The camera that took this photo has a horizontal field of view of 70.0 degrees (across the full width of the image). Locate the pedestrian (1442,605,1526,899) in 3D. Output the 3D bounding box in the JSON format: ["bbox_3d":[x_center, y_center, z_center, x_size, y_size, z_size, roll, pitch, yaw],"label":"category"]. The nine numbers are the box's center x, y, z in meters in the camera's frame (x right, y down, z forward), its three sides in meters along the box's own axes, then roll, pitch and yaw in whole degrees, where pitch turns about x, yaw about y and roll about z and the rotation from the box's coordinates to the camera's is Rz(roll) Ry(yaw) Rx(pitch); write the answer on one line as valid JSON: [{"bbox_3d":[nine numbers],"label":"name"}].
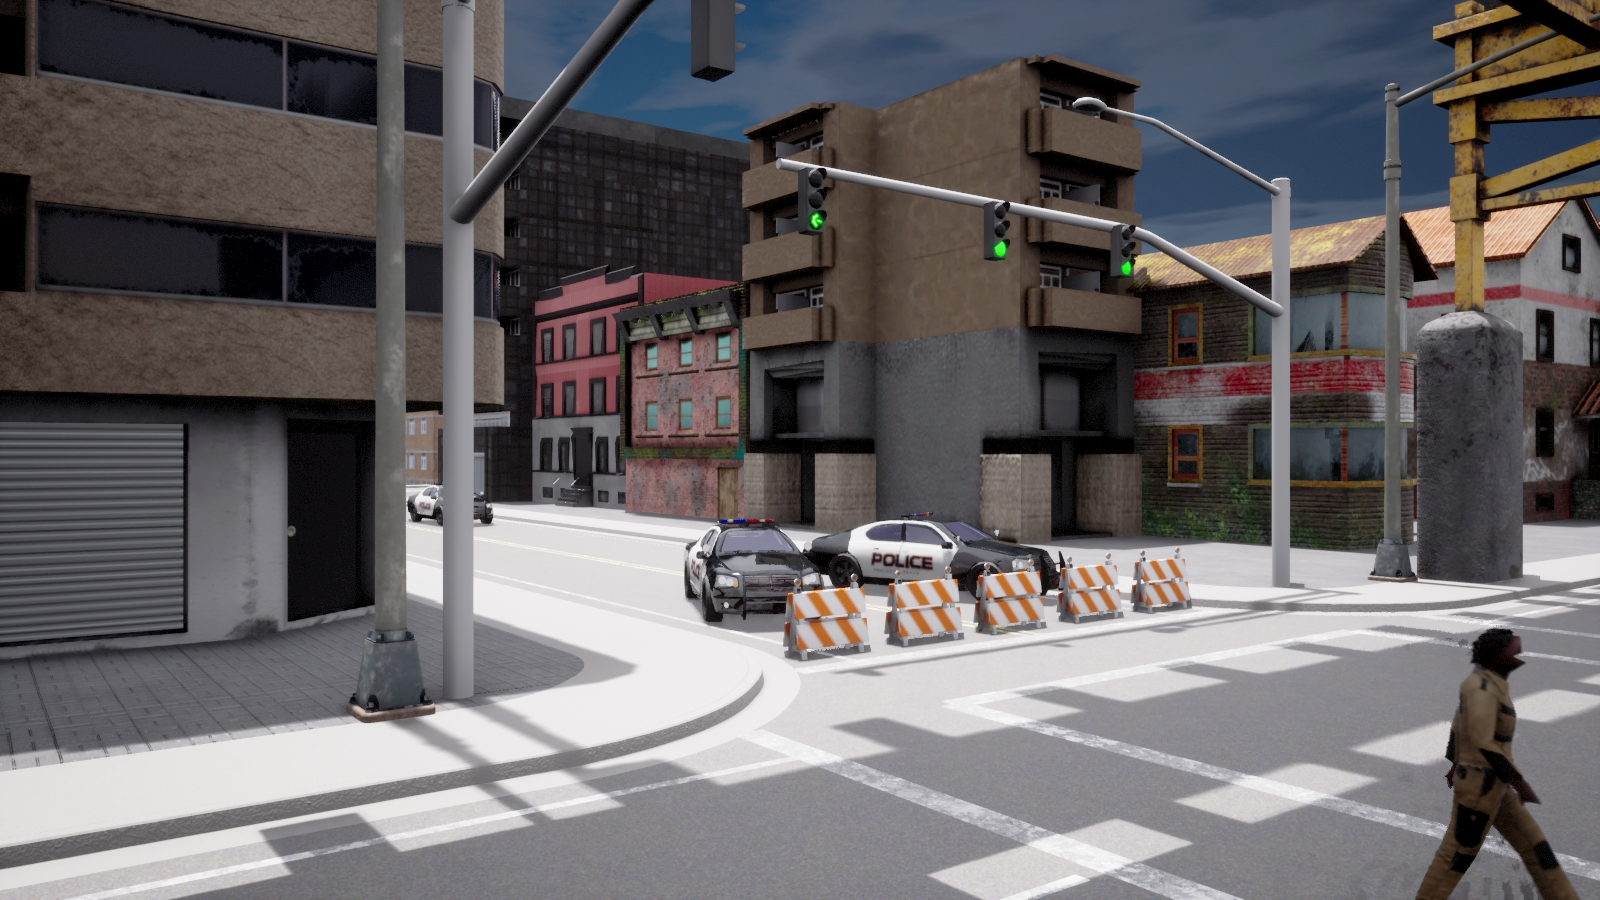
[{"bbox_3d":[3.893,1.848,6.502,0.375,1.860,0.375,0,0,37],"label":"pedestrian"}]
